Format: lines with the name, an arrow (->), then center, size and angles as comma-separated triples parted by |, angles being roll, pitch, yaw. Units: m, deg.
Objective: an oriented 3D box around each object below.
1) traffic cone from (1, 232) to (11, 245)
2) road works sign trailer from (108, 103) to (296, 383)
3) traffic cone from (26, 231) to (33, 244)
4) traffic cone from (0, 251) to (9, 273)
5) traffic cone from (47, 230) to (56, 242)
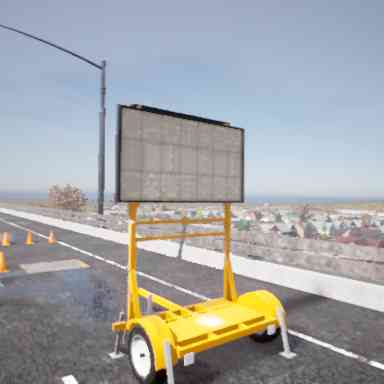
traffic cone -> -8.545, 2.137, 15.293 | 0.340, 0.580, 0.340 | 2, -1, -38
road works sign trailer -> -0.207, 0.568, 5.317 | 2.380, 3.560, 2.880 | 2, -1, -38
traffic cone -> -7.752, 2.159, 15.902 | 0.340, 0.580, 0.340 | 2, -1, -38
traffic cone -> -5.676, 2.075, 9.929 | 0.340, 0.580, 0.340 | 2, -1, -38
traffic cone -> -6.960, 2.180, 16.512 | 0.340, 0.580, 0.340 | 2, -1, -38
